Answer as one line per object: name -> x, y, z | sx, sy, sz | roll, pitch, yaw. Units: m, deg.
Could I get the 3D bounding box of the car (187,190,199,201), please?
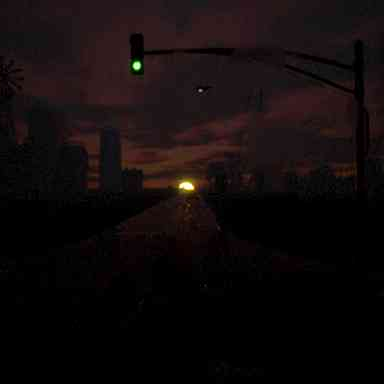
car -> 0.151, 0.608, 51.704 | 2.033, 1.411, 5.357 | -1, 1, 0

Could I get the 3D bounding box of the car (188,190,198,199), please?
car -> 0.187, 0.380, 62.124 | 1.837, 1.490, 4.892 | -1, 1, 0
